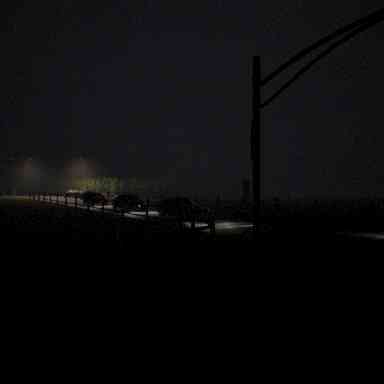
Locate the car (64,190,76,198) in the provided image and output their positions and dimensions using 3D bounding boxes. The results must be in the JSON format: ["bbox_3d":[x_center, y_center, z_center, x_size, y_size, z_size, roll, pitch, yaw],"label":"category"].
[{"bbox_3d":[-22.376,0.375,61.750,2.128,1.511,4.902,0,1,-35],"label":"car"}]

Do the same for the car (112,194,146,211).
[{"bbox_3d":[-6.117,0.970,31.952,1.837,1.490,4.892,0,1,-35],"label":"car"}]

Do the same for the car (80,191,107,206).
[{"bbox_3d":[-11.723,0.815,40.024,1.812,1.442,4.674,0,1,-35],"label":"car"}]

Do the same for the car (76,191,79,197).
[{"bbox_3d":[-16.460,0.540,53.260,1.882,1.535,5.008,0,1,-35],"label":"car"}]

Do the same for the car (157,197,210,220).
[{"bbox_3d":[-0.718,1.114,24.198,1.882,1.535,5.008,0,1,-35],"label":"car"}]
